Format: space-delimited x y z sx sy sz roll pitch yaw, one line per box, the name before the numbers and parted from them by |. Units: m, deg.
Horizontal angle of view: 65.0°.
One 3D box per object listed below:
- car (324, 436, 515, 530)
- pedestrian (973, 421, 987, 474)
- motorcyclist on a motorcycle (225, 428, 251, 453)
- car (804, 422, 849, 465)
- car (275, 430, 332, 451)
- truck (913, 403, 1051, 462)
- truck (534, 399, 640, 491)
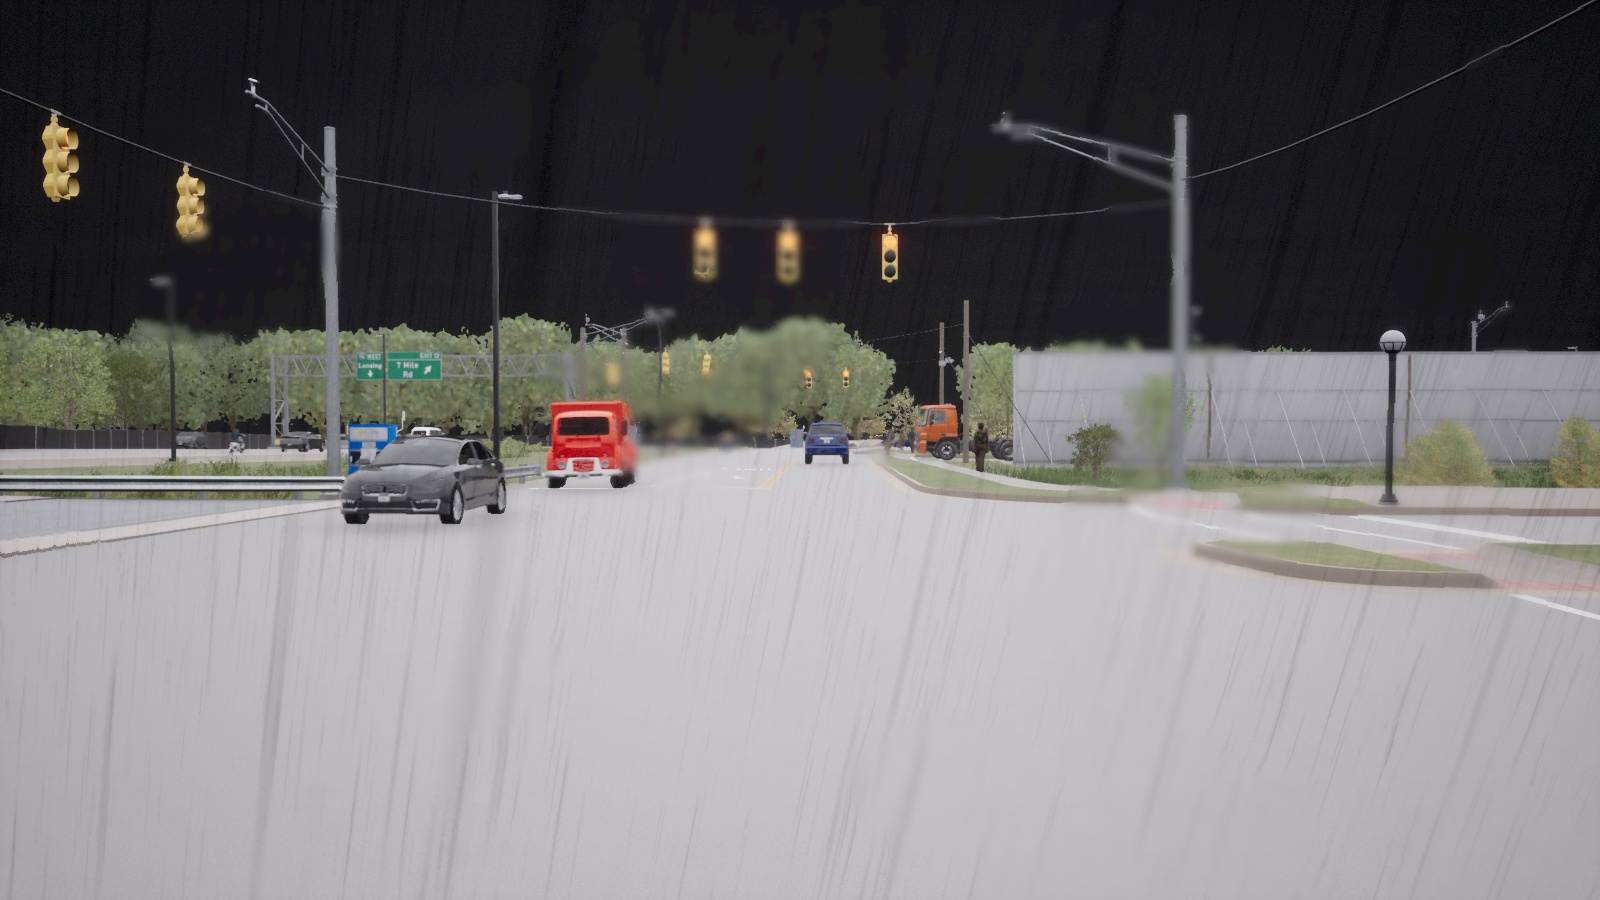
car | -6.640 0.501 22.516 1.837 1.490 4.892 0 1 1
pedestrian | 6.622 -0.090 46.174 0.395 1.930 0.692 0 2 -2
motorcyclist on a motorcycle | -36.497 -0.614 81.533 0.866 1.590 1.817 0 0 1
car | 1.361 -0.350 62.966 2.150 2.045 5.566 0 1 2
car | -36.295 -0.672 91.917 2.128 1.511 4.902 0 0 1
truck | 11.123 -1.089 77.374 7.936 3.462 2.891 1 2 -4
truck | -6.076 -0.172 36.565 2.627 2.467 5.204 -1 1 -5
